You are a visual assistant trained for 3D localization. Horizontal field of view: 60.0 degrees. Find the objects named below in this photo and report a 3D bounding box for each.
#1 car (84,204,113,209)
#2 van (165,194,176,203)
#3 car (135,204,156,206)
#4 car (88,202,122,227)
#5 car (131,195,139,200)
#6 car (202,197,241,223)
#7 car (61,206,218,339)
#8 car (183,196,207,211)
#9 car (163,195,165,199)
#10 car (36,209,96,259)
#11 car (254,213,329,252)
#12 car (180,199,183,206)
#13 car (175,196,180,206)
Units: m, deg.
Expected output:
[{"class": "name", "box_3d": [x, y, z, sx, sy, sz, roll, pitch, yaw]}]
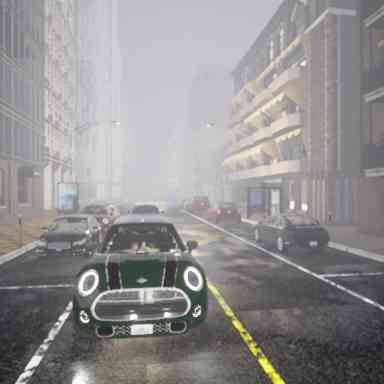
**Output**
[{"class": "car", "box_3d": [-5.224, 1.436, 18.035, 1.967, 1.590, 4.097, 0, 0, -8]}, {"class": "van", "box_3d": [-4.097, 1.340, 69.545, 1.690, 1.788, 3.998, 0, 0, -8]}, {"class": "car", "box_3d": [-2.739, 1.472, 19.683, 1.882, 1.535, 5.008, 0, 0, -8]}, {"class": "car", "box_3d": [-5.996, 1.520, 23.458, 1.752, 1.417, 4.829, 0, 0, -8]}, {"class": "car", "box_3d": [-15.580, 1.457, 90.732, 1.967, 1.590, 4.097, 0, 0, -8]}, {"class": "car", "box_3d": [2.277, 1.431, 24.808, 1.967, 1.590, 4.097, 0, 0, -8]}, {"class": "car", "box_3d": [-1.023, 1.349, 6.919, 2.097, 1.767, 4.553, 0, 0, -8]}, {"class": "car", "box_3d": [0.684, 1.305, 35.993, 2.192, 1.841, 5.009, 0, 0, -8]}, {"class": "car", "box_3d": [-4.893, 1.568, 75.137, 1.947, 1.339, 4.313, 0, 0, -8]}, {"class": "car", "box_3d": [-4.426, 1.547, 12.442, 2.008, 1.369, 4.403, 0, 0, -8]}, {"class": "car", "box_3d": [3.870, 1.543, 13.624, 2.008, 1.369, 4.403, 0, 0, -8]}, {"class": "car", "box_3d": [-0.113, 1.572, 41.585, 1.802, 1.307, 4.206, 0, 0, -8]}, {"class": "car", "box_3d": [-0.910, 1.571, 47.177, 1.802, 1.307, 4.206, 0, 0, -8]}]
